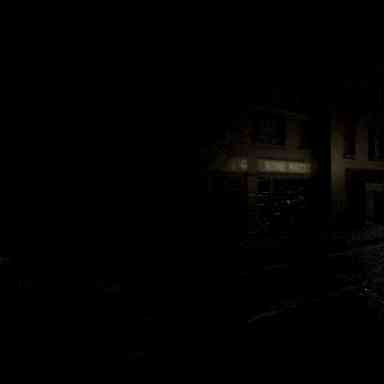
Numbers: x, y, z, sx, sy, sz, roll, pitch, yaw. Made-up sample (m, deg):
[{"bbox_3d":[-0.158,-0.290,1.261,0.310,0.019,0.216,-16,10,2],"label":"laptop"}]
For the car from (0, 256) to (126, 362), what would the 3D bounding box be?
[{"bbox_3d":[-2.969,1.584,4.422,4.206,1.307,1.802,0,-1,-36],"label":"car"}]
